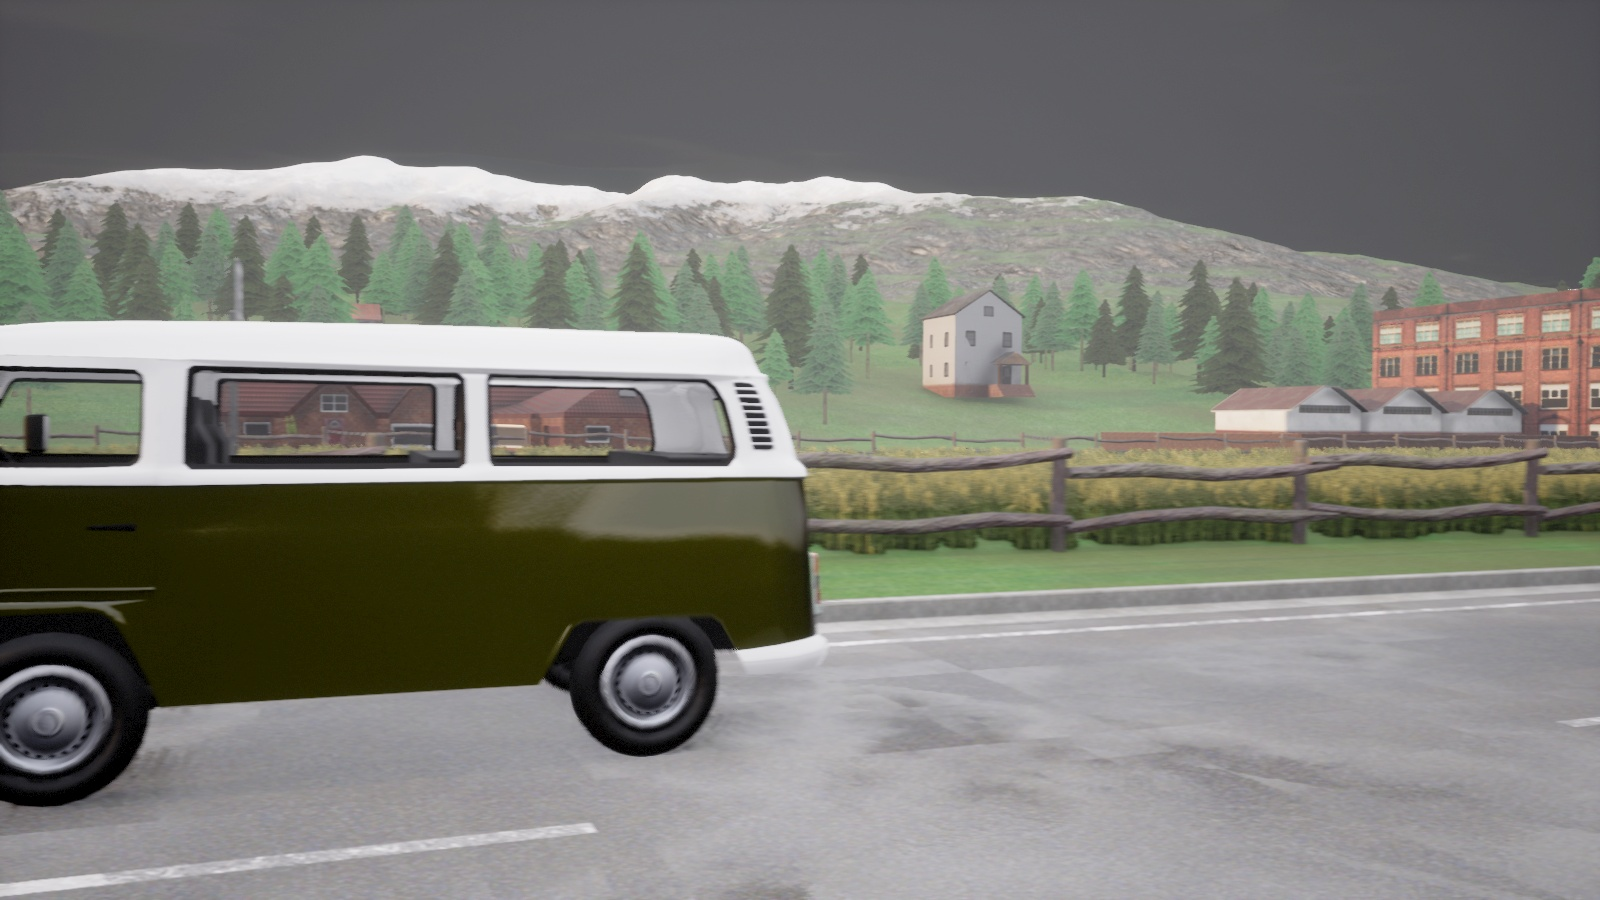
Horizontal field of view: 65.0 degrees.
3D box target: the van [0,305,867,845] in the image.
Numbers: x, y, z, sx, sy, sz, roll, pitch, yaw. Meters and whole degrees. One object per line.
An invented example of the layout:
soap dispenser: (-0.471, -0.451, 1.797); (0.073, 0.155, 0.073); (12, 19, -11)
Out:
van: (-2.148, 0.444, 6.164); (4.480, 2.038, 2.069); (-1, 1, -21)
